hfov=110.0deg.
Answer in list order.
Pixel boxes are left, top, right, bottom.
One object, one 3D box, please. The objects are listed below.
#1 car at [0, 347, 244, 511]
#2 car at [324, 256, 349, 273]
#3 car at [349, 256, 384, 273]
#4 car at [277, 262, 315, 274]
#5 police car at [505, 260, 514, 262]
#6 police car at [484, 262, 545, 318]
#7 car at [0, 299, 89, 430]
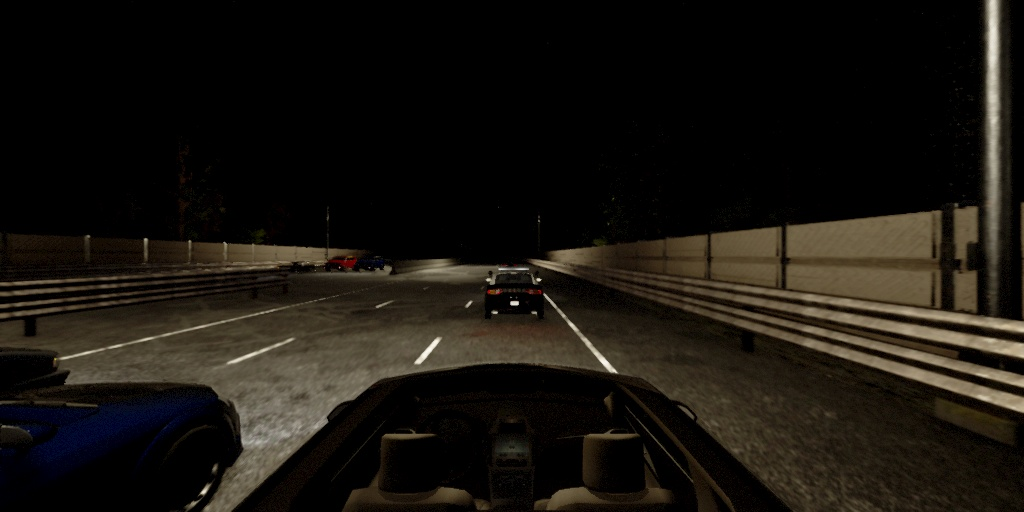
[{"bbox_3d":[-3.405,1.314,1.482,1.994,1.385,4.181,0,0,0],"label":"car"},{"bbox_3d":[-21.479,0.988,45.291,2.150,2.045,5.566,0,0,-1],"label":"car"},{"bbox_3d":[-17.981,0.987,45.328,2.150,2.045,5.566,0,0,0],"label":"car"},{"bbox_3d":[-24.931,1.363,41.513,1.895,1.301,4.718,0,0,-1],"label":"car"},{"bbox_3d":[-0.283,1.267,43.987,2.038,1.542,4.974,0,0,-1],"label":"police car"},{"bbox_3d":[0.064,1.178,13.069,1.930,1.638,5.238,0,0,0],"label":"police car"},{"bbox_3d":[-6.902,1.299,2.308,2.033,1.411,5.357,0,0,0],"label":"car"}]
